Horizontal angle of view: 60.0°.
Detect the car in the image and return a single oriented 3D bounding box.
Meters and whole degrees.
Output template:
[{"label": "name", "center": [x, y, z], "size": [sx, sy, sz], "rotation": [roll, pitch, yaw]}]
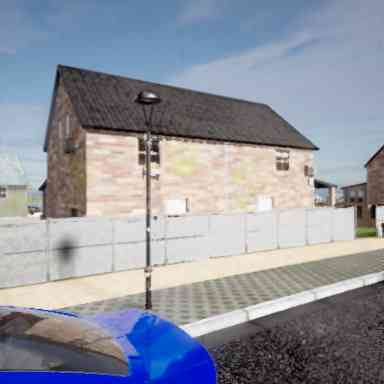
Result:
[{"label": "car", "center": [-2.128, 1.495, 1.525], "size": [5.008, 1.535, 1.882], "rotation": [0, -1, -34]}]
